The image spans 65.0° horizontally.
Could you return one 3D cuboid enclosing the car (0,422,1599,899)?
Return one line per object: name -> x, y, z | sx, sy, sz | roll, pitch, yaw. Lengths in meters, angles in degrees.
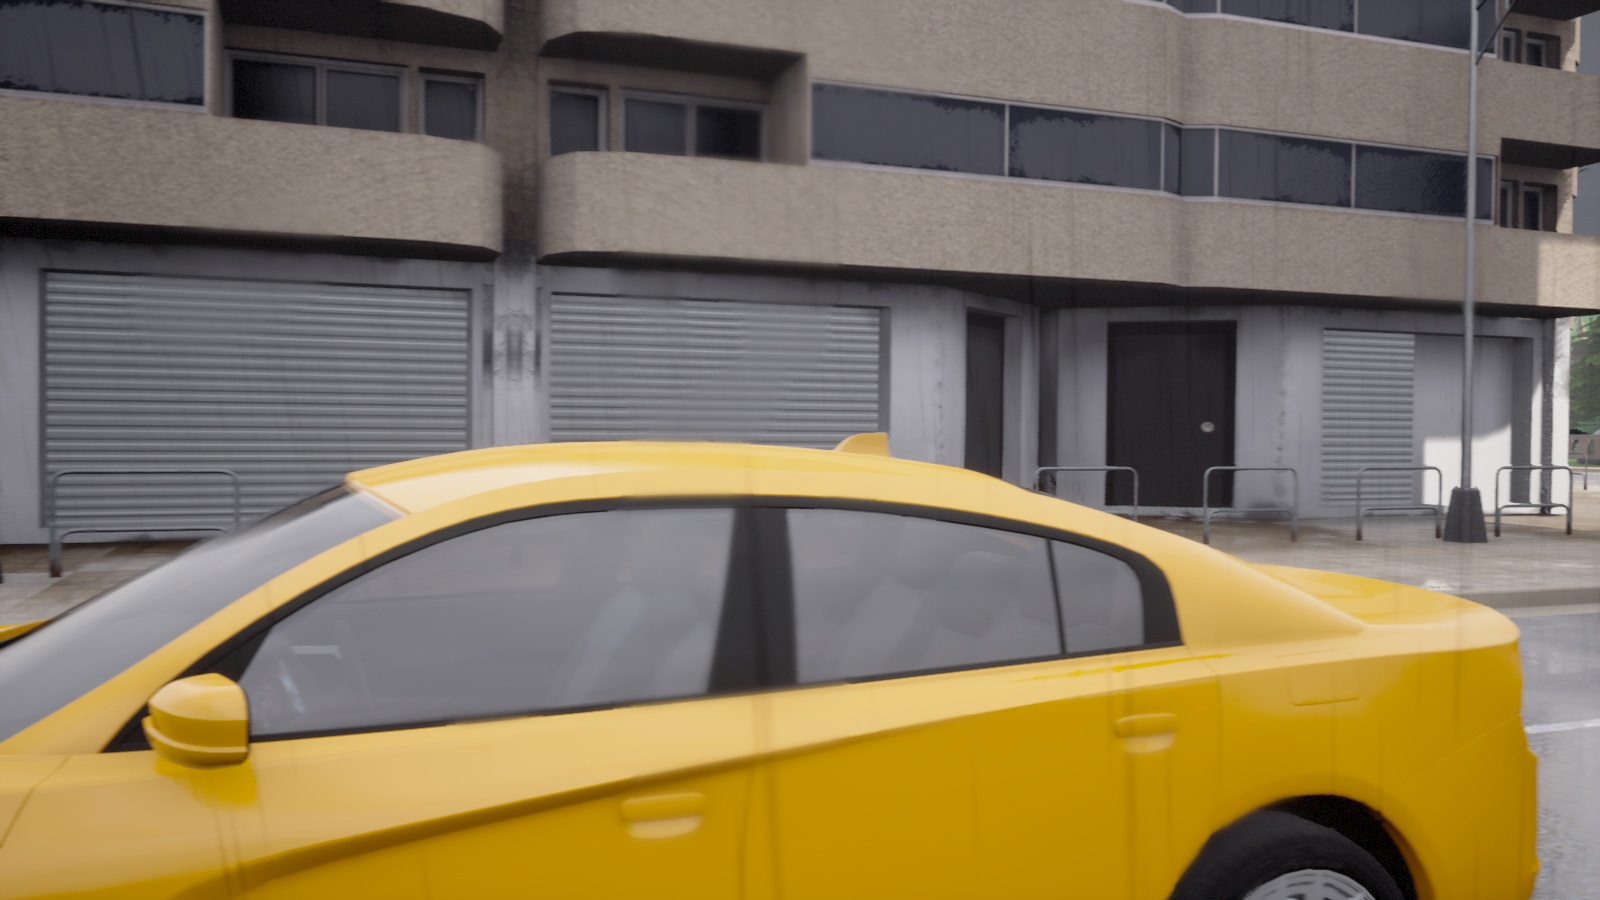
car -> -0.616, 0.732, 3.005 | 5.008, 1.535, 1.882 | -1, 1, -21
